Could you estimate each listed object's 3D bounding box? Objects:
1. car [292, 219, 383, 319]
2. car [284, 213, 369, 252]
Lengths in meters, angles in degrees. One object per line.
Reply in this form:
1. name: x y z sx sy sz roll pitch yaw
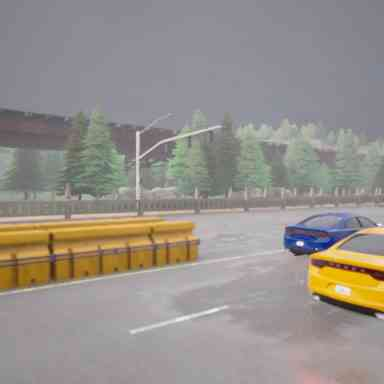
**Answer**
1. car: 4.527 1.476 6.972 5.008 1.535 1.882 0 0 -35
2. car: 5.425 1.476 11.914 5.008 1.535 1.882 0 0 -35
